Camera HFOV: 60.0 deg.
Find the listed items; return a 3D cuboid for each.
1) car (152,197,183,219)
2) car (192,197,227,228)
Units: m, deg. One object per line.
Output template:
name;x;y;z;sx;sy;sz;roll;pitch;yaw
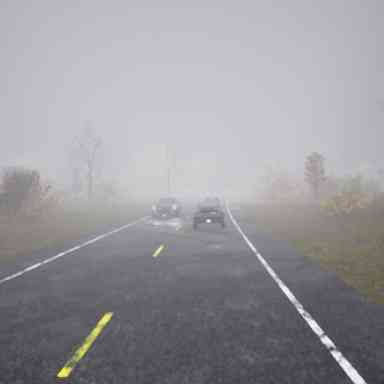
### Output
car;-2.019;1.204;27.870;2.097;1.767;4.553;-2;0;4
car;1.055;1.321;20.488;1.837;1.490;4.892;-2;0;4
